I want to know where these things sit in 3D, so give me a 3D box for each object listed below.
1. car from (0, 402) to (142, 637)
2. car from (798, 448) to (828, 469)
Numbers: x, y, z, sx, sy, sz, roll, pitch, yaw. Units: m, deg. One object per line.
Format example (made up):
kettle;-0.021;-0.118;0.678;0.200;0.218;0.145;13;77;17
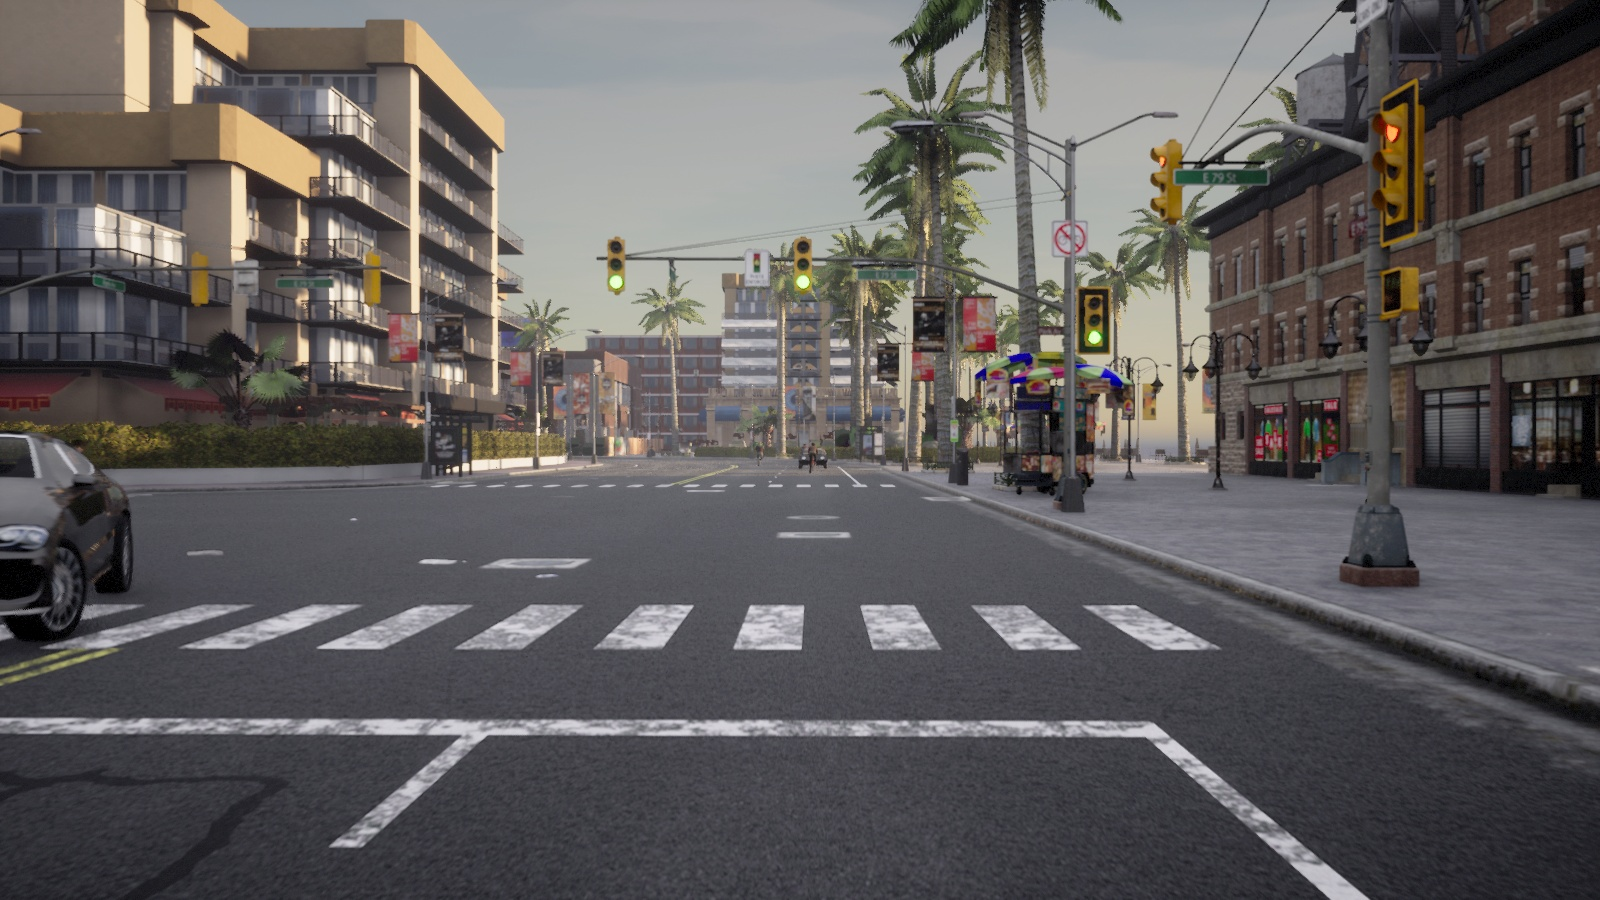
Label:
car;-7.257;0.476;10.862;2.152;1.651;5.027;0;0;-20
car;0.824;0.527;80.384;1.895;1.301;4.718;0;0;1
